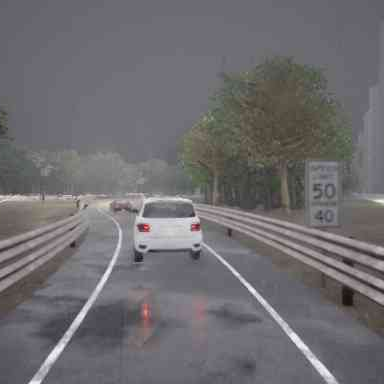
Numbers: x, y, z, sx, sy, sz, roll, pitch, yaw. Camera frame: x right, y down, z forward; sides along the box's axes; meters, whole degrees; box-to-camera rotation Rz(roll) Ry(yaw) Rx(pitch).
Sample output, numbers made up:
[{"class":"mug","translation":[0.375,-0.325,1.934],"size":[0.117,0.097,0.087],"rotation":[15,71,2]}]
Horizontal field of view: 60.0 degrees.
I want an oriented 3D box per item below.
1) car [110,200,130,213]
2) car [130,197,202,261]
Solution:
[{"class":"car","translation":[-7.530,1.479,35.014],"size":[1.895,1.301,4.718],"rotation":[0,1,-20]},{"class":"car","translation":[-1.043,1.200,12.391],"size":[2.150,2.045,5.566],"rotation":[0,0,-9]}]
